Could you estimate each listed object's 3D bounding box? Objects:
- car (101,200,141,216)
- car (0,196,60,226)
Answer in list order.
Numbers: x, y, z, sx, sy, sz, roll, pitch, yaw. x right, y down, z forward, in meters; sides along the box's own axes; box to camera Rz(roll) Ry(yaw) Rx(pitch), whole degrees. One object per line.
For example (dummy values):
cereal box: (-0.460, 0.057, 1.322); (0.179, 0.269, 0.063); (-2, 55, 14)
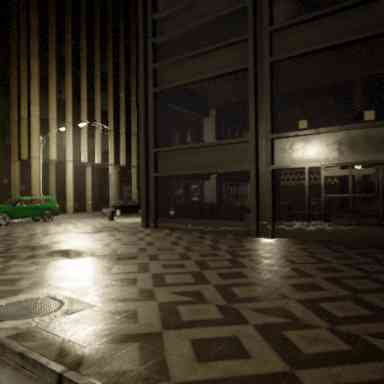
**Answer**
car: (-6.999, 1.593, 34.063); (1.882, 1.535, 5.008); (-1, 0, 35)
car: (-13.026, 1.380, 25.537); (2.150, 2.045, 5.566); (-1, 0, 37)
